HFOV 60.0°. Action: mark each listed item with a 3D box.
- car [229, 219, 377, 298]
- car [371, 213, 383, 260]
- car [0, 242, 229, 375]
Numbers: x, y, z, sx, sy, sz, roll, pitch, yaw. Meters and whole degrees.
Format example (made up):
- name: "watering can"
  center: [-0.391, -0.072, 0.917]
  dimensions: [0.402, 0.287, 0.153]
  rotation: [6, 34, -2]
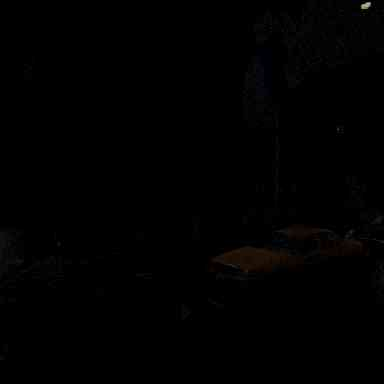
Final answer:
- name: "car"
  center: [2.567, 1.525, 8.488]
  dimensions: [4.829, 1.417, 1.752]
  rotation: [0, 0, -36]
- name: "car"
  center: [7.128, 1.441, 11.749]
  dimensions: [4.097, 1.590, 1.967]
  rotation: [0, 0, -36]
- name: "car"
  center: [-1.719, 1.566, 5.424]
  dimensions: [4.313, 1.339, 1.947]
  rotation: [0, 0, -36]
